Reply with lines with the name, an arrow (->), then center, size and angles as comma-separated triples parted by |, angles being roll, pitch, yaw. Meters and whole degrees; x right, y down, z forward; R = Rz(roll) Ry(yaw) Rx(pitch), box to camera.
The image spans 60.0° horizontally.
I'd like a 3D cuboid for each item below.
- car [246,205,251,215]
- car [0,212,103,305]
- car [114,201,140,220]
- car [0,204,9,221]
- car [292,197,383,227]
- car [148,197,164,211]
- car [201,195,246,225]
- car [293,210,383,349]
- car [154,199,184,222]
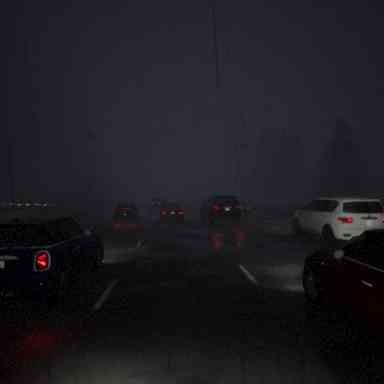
car -> 4.308, 1.562, 33.684 | 2.033, 1.411, 5.357 | 0, 0, -9
car -> -3.669, 1.359, 8.241 | 2.097, 1.767, 4.553 | 0, 0, -2
car -> -5.494, 1.511, 28.060 | 2.128, 1.511, 4.902 | 0, 0, -8
car -> -15.876, 1.627, 25.236 | 1.895, 1.301, 4.718 | 0, 0, -8
car -> 6.460, 1.225, 15.149 | 2.150, 2.045, 5.566 | 0, 0, -4
car -> -4.306, 1.376, 41.588 | 2.097, 1.767, 4.553 | 0, 0, -11
car -> 2.026, 1.233, 24.691 | 2.150, 2.045, 5.566 | 0, 0, -7
car -> 3.451, 1.352, 5.253 | 2.097, 1.767, 4.553 | 0, 0, -1
car -> -1.705, 1.563, 26.380 | 2.033, 1.411, 5.357 | 0, 0, -7
